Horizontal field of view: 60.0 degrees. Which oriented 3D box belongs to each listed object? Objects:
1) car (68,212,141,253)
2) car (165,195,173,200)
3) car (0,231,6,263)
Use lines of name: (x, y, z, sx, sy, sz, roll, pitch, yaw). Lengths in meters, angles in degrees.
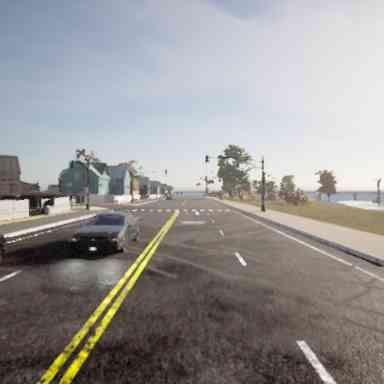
car: (-3.350, 1.541, 13.908, 2.033, 1.411, 5.357, 0, 0, 0)
car: (-6.495, 1.597, 94.426, 2.033, 1.411, 5.357, 0, 0, 0)
car: (-6.600, 1.501, 8.247, 1.837, 1.490, 4.892, 0, 0, 0)
